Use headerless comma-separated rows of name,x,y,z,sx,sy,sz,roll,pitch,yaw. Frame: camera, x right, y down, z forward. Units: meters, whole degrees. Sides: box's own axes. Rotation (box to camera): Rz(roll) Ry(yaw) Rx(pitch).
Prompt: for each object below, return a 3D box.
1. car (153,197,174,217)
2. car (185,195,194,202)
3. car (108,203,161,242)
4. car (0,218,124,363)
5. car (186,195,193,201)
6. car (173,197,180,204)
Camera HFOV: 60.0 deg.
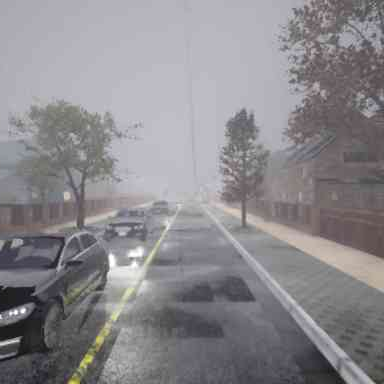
car,-2.978,1.538,31.849,1.837,1.490,4.892,0,0,0
car,-0.522,1.410,72.405,1.882,1.535,5.008,0,0,0
car,-2.951,1.501,16.521,2.128,1.511,4.902,0,0,0
car,-2.883,1.498,6.224,2.128,1.511,4.902,0,0,0
car,-0.630,1.494,87.391,1.837,1.490,4.892,0,0,0
car,-3.227,1.638,64.685,1.812,1.442,4.674,0,0,0
